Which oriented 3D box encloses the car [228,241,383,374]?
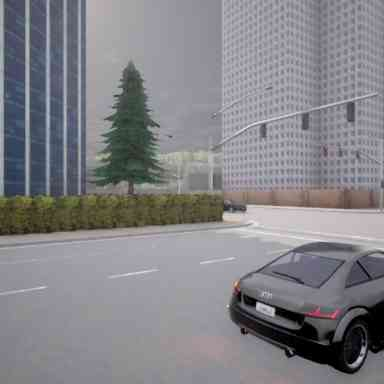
[{"bbox_3d":[2.647,1.563,5.664,4.181,1.385,1.994,0,0,-35],"label":"car"}]

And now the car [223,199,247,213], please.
[{"bbox_3d":[3.968,1.475,36.966,1.882,1.535,5.008,0,0,-35],"label":"car"}]
